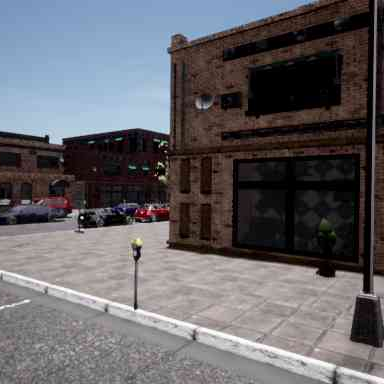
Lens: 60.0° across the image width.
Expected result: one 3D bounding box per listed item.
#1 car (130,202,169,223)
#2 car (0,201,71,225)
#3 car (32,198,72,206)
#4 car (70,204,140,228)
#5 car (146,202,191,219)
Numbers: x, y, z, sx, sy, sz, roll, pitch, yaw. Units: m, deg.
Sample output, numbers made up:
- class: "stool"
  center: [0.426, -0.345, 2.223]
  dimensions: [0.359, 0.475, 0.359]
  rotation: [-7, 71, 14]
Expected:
- class: "car"
  center: [-2.930, 1.724, 28.647]
  dimensions: [1.967, 1.590, 4.097]
  rotation: [0, 0, 36]
- class: "car"
  center: [-12.464, 1.662, 25.475]
  dimensions: [2.033, 1.411, 5.357]
  rotation: [1, 0, 37]
- class: "car"
  center: [-12.967, 1.415, 29.127]
  dimensions: [2.192, 1.841, 5.009]
  rotation: [0, 0, 36]
- class: "car"
  center: [-6.212, 1.797, 24.172]
  dimensions: [1.947, 1.339, 4.313]
  rotation: [0, 0, 36]
- class: "car"
  center: [-2.292, 1.792, 33.892]
  dimensions: [1.837, 1.490, 4.892]
  rotation: [1, 0, 36]
